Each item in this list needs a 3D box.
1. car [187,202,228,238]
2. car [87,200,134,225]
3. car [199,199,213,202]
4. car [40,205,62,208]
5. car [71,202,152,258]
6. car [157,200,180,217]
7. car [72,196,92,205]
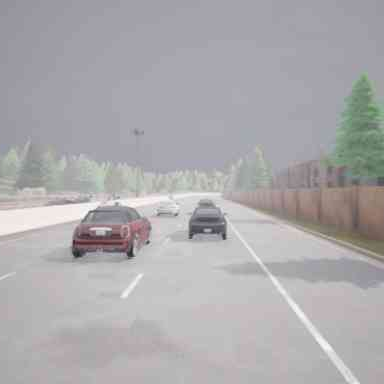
[{"bbox_3d":[0.807,1.508,17.565,1.837,1.490,4.892,0,0,2],"label":"car"},{"bbox_3d":[-5.916,1.460,24.868,2.128,1.511,4.902,0,0,2],"label":"car"},{"bbox_3d":[1.499,1.510,35.580,1.837,1.490,4.892,0,0,2],"label":"car"},{"bbox_3d":[-12.827,1.437,32.006,1.837,1.490,4.892,0,0,2],"label":"car"},{"bbox_3d":[-2.869,1.337,12.855,2.097,1.767,4.553,0,0,2],"label":"car"},{"bbox_3d":[-2.161,1.513,31.660,1.812,1.442,4.674,0,0,2],"label":"car"},{"bbox_3d":[-18.774,1.427,57.016,1.812,1.442,4.674,0,0,2],"label":"car"}]
